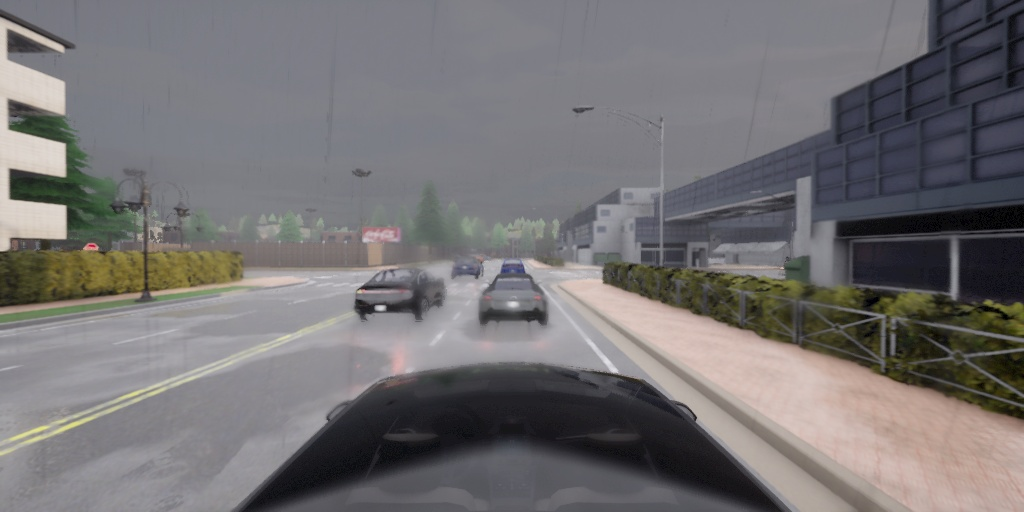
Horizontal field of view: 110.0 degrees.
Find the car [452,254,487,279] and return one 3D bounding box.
[{"bbox_3d":[-3.429,0.840,28.501,2.097,1.767,4.553,0,0,0],"label":"car"}]

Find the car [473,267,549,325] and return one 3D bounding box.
[{"bbox_3d":[0.053,1.220,11.335,1.994,1.385,4.181,0,0,0],"label":"car"}]

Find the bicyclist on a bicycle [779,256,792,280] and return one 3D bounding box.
[{"bbox_3d":[18.327,0.839,23.751,0.582,1.620,1.656,0,0,0],"label":"bicyclist on a bicycle"}]

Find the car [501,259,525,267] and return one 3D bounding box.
[{"bbox_3d":[0.084,0.949,30.360,1.882,1.535,5.008,0,1,0],"label":"car"}]

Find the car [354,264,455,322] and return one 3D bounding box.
[{"bbox_3d":[-3.444,1.143,11.858,2.128,1.511,4.902,0,1,0],"label":"car"}]
